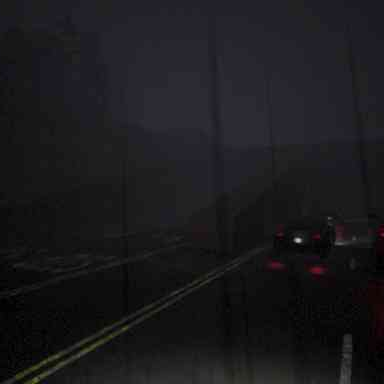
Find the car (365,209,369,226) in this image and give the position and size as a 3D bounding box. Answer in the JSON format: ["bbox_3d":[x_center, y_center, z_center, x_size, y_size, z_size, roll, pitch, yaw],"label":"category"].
[{"bbox_3d":[14.440,1.757,25.490,2.128,1.511,4.902,0,-1,27],"label":"car"}]

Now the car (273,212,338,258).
[{"bbox_3d":[4.687,1.710,13.659,1.994,1.385,4.181,0,-1,27],"label":"car"}]

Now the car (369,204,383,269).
[{"bbox_3d":[7.370,1.341,11.222,2.150,2.045,5.566,0,0,27],"label":"car"}]

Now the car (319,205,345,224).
[{"bbox_3d":[11.481,1.814,27.393,1.812,1.442,4.674,0,0,27],"label":"car"}]
